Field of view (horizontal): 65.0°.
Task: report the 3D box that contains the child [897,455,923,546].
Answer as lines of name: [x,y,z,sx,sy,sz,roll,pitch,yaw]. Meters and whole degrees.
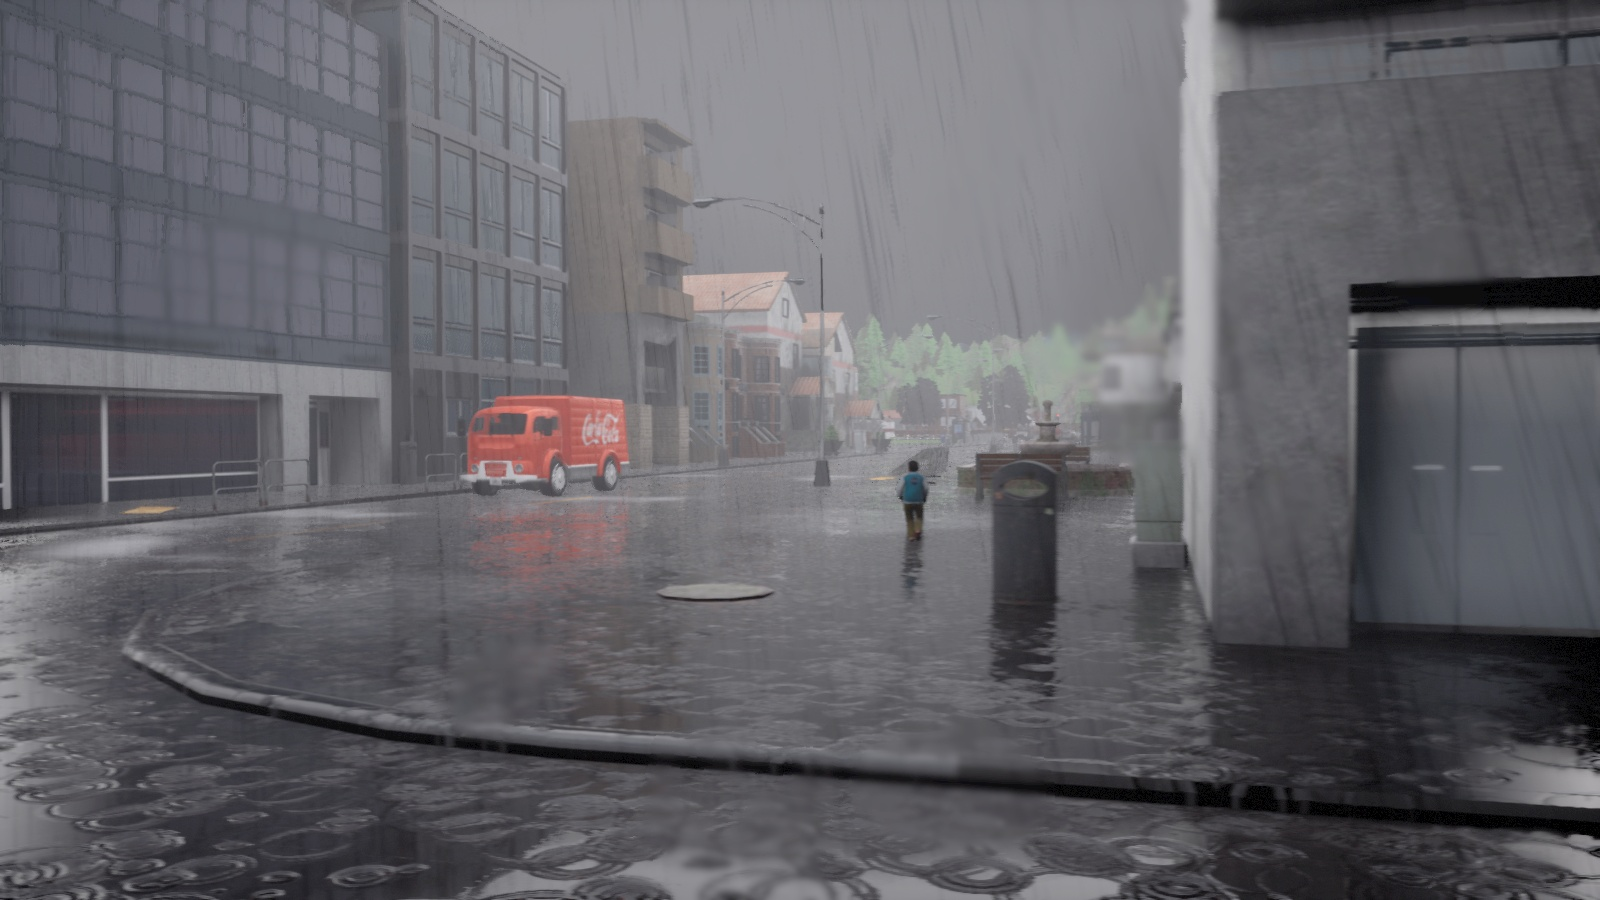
child: [1.463,0.665,16.714,0.343,1.192,0.448,0,1,4]

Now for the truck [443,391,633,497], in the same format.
truck: [-6.492,-0.184,31.927,2.627,2.467,5.204,0,1,16]

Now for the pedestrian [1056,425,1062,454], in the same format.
pedestrian: [16.596,-0.660,80.427,0.331,1.846,0.636,0,1,14]
